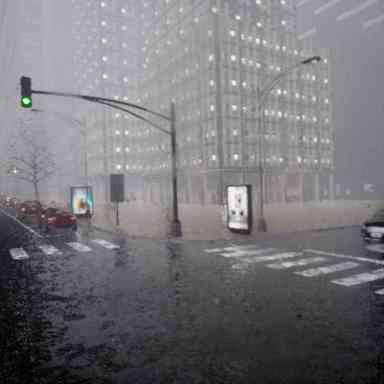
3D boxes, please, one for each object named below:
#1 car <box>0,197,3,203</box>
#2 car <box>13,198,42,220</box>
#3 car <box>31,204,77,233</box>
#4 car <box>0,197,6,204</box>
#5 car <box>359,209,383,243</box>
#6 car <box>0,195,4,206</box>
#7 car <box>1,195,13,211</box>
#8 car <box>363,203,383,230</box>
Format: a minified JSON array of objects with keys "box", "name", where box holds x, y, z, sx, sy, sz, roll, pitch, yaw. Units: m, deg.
[{"box":[-43.675,1.792,74.952,1.802,1.307,4.206,-2,1,-33],"name":"car"},{"box":[-13.786,1.428,28.455,1.967,1.590,4.097,-1,1,-33],"name":"car"},{"box":[-7.804,1.532,19.156,1.802,1.307,4.206,-1,1,-33],"name":"car"},{"box":[-40.686,1.737,70.301,2.008,1.369,4.403,-1,1,-33],"name":"car"},{"box":[8.899,1.312,13.794,4.902,1.511,2.128,-1,0,-34],"name":"car"},{"box":[-28.730,1.645,51.703,2.008,1.369,4.403,-1,1,-33],"name":"car"},{"box":[-22.753,1.490,42.403,1.967,1.590,4.097,-1,1,-33],"name":"car"},{"box":[12.066,1.324,19.147,4.403,1.369,2.008,-1,-1,-33],"name":"car"}]
